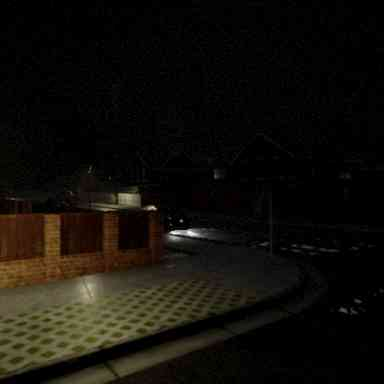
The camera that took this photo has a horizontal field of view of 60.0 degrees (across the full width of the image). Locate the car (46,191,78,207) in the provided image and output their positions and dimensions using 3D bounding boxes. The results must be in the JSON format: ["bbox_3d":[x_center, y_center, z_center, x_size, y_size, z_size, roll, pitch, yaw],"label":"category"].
[{"bbox_3d":[-13.979,0.907,35.503,2.150,2.045,5.566,-2,2,-36],"label":"car"}]

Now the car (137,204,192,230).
[{"bbox_3d":[-1.885,1.430,20.170,1.994,1.385,4.181,-2,2,-40],"label":"car"}]
